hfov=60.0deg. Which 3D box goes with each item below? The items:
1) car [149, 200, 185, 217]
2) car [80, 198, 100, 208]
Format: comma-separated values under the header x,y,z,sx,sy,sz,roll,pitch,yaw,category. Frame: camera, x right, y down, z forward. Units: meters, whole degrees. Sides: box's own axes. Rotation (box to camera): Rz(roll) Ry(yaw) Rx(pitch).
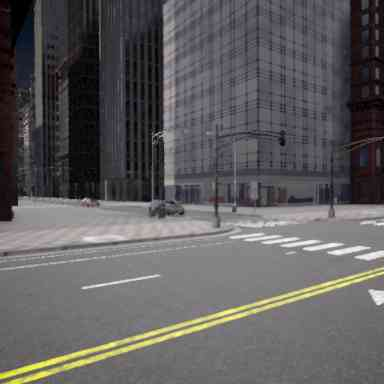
x,y,z,sx,sy,sz,roll,pitch,yaw,category
-2.511,1.523,32.323,1.837,1.490,4.892,-1,0,-35,car
-15.694,1.598,51.218,1.812,1.442,4.674,-1,0,-35,car
